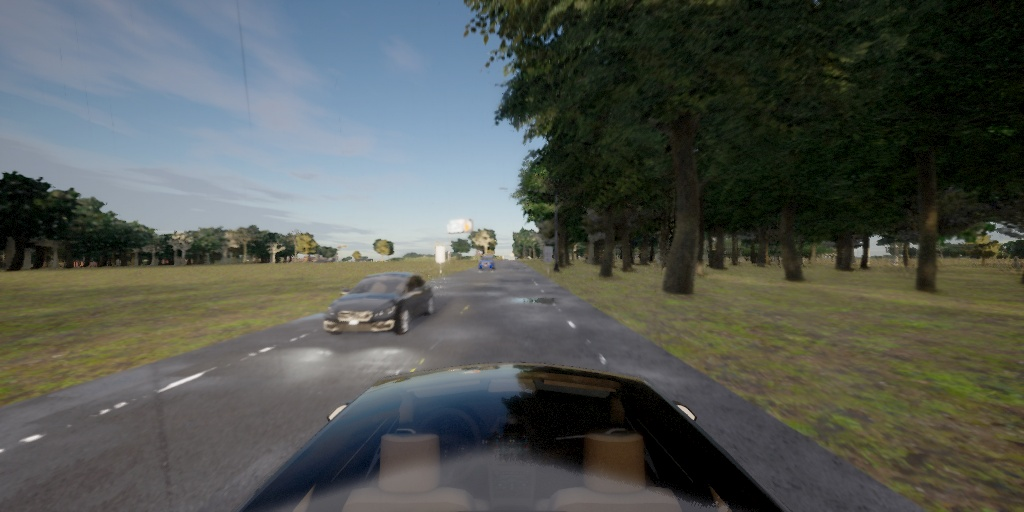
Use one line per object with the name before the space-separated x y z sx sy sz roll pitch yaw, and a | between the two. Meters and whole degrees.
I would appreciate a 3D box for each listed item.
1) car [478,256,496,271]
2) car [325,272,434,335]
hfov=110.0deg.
car | -3.553 1.005 51.659 2.150 2.045 5.566 0 0 1
car | -3.593 1.260 10.580 1.837 1.490 4.892 0 0 0
